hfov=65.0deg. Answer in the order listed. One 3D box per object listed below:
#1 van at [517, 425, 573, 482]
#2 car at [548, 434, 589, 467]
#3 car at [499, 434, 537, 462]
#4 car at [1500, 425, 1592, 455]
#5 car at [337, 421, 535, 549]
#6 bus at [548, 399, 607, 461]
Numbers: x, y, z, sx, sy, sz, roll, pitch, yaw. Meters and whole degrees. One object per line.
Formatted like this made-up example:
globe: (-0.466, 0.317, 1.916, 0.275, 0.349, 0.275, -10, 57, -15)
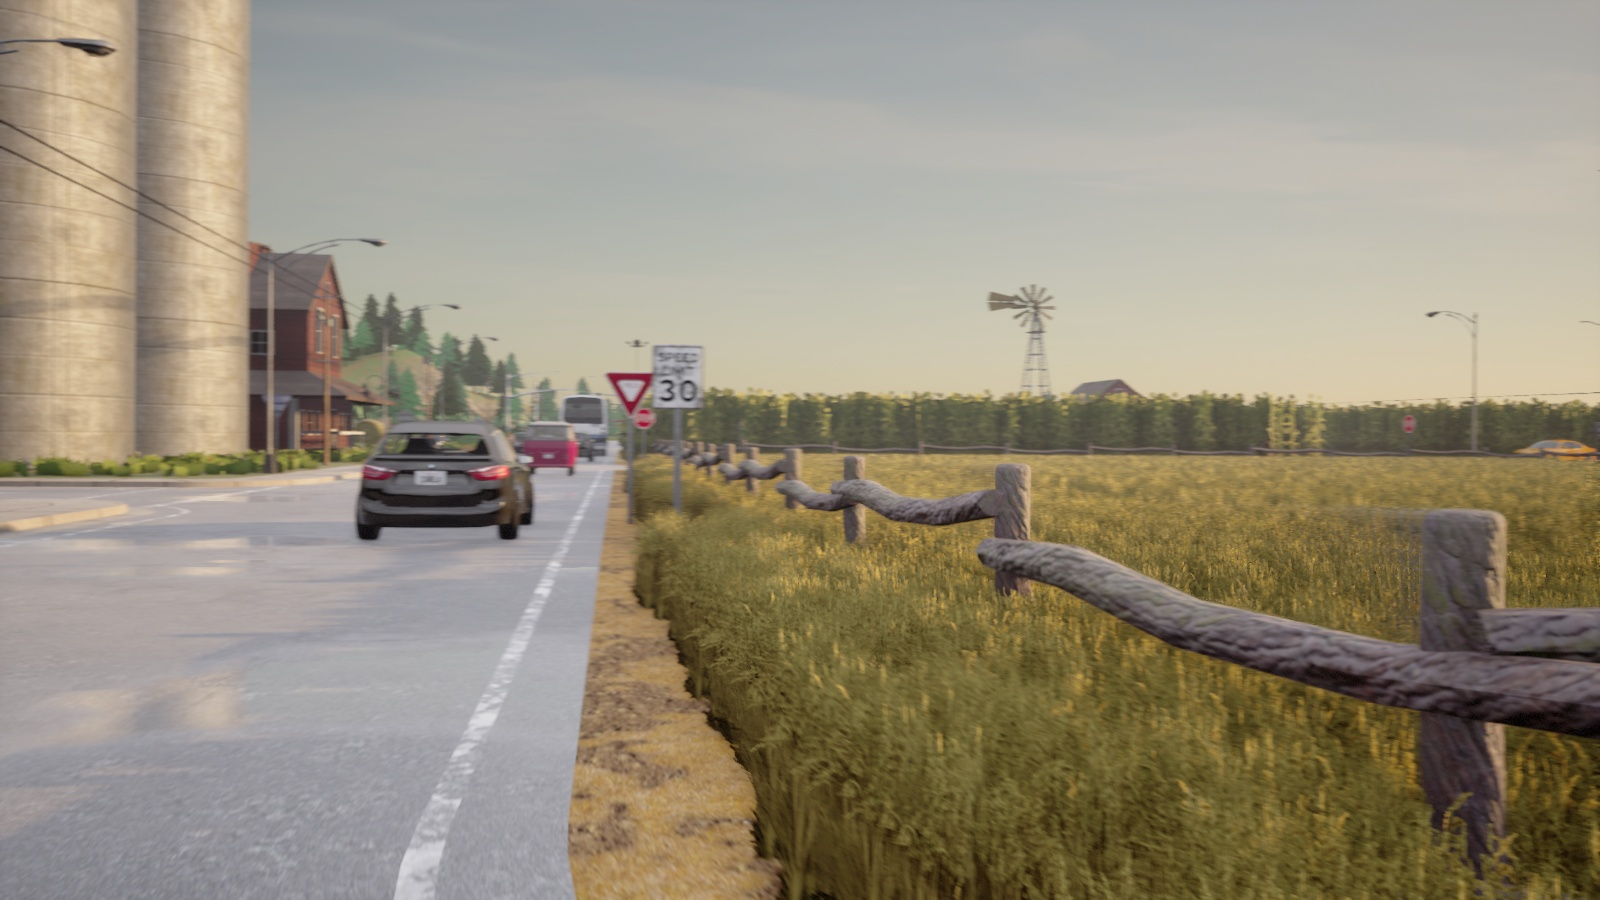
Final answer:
van: (-9.343, 0.099, 46.224, 1.775, 1.987, 4.442, -1, 1, -8)
car: (-12.990, -0.013, 70.749, 2.097, 1.767, 4.553, -1, 1, -8)
car: (-17.947, -0.143, 79.759, 2.152, 1.651, 5.027, -1, 1, -14)
car: (39.477, -0.520, 66.423, 5.008, 1.535, 1.882, -1, 0, -28)
car: (-5.286, 0.433, 18.926, 2.242, 1.667, 4.611, -1, 1, -8)
bus: (-16.090, -1.434, 91.521, 3.944, 4.253, 10.273, 0, 1, -8)
